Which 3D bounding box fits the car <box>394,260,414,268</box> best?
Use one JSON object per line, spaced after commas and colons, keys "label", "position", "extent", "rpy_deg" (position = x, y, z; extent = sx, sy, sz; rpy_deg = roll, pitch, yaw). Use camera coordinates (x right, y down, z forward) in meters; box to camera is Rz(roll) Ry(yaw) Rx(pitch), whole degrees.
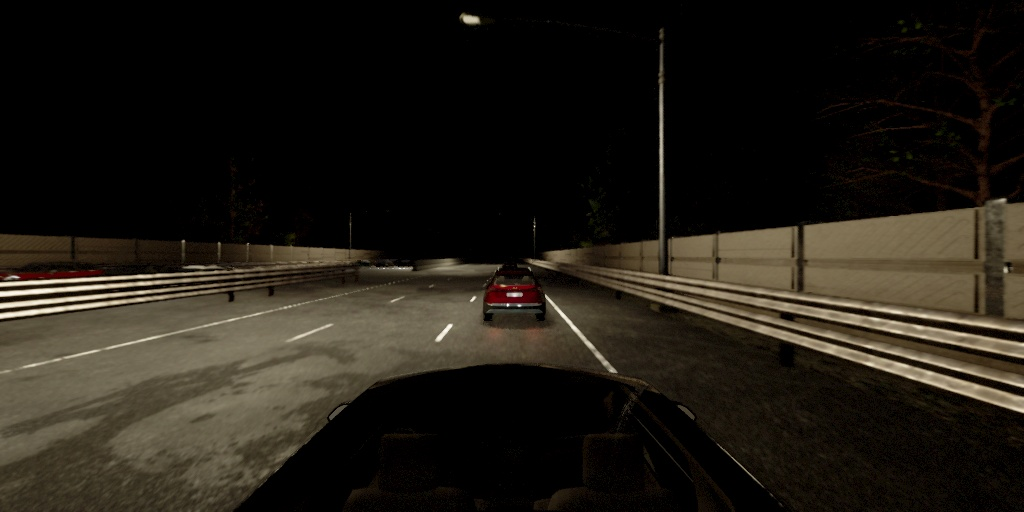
{"label": "car", "position": [-18.248, 1.334, 61.593], "extent": [1.994, 1.385, 4.181], "rpy_deg": [0, 0, -1]}

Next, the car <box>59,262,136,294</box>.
{"label": "car", "position": [-21.305, 1.236, 20.219], "extent": [1.882, 1.535, 5.008], "rpy_deg": [0, 0, 1]}

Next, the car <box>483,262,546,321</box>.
{"label": "car", "position": [0.067, 1.183, 12.583], "extent": [2.033, 1.649, 4.856], "rpy_deg": [0, 0, 0]}

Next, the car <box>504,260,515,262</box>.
{"label": "car", "position": [-0.277, 1.269, 43.190], "extent": [1.837, 1.490, 4.892], "rpy_deg": [0, 0, -1]}

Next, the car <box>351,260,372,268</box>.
{"label": "car", "position": [-25.211, 1.371, 60.001], "extent": [1.895, 1.301, 4.718], "rpy_deg": [0, 0, -1]}

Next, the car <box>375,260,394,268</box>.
{"label": "car", "position": [-21.731, 1.319, 61.435], "extent": [2.033, 1.411, 5.357], "rpy_deg": [0, 0, -1]}

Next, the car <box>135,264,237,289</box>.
{"label": "car", "position": [-17.805, 1.283, 20.273], "extent": [1.812, 1.442, 4.674], "rpy_deg": [0, 0, 1]}

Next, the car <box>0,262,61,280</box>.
{"label": "car", "position": [-24.830, 1.111, 19.115], "extent": [2.097, 1.767, 4.553], "rpy_deg": [0, 0, 1]}
